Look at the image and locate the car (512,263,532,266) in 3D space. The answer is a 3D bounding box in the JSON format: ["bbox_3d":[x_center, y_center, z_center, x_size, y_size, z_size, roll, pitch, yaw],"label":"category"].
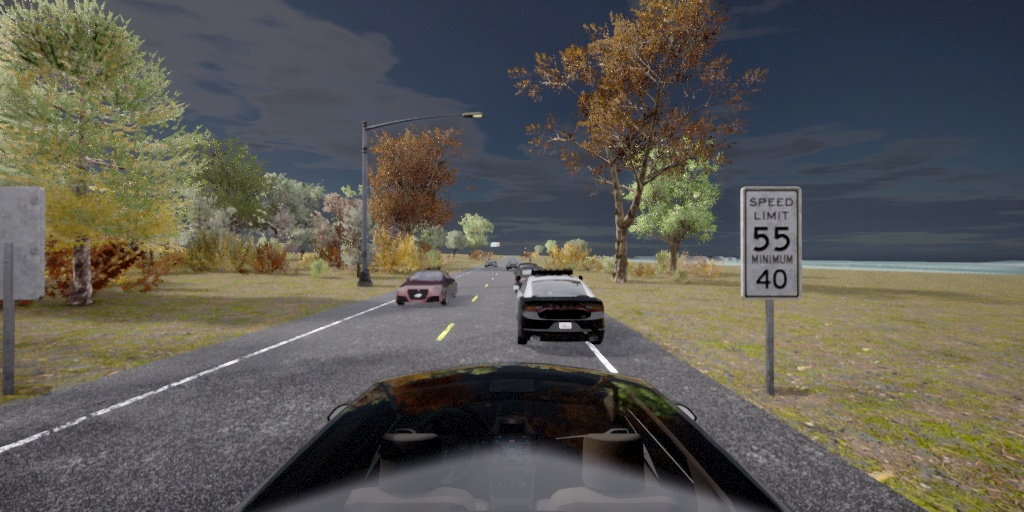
[{"bbox_3d":[1.076,1.272,19.559,1.812,1.442,4.674,0,0,0],"label":"car"}]

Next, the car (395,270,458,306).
[{"bbox_3d":[-3.580,1.311,15.670,1.994,1.385,4.181,0,0,0],"label":"car"}]

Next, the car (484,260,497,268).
[{"bbox_3d":[-3.427,1.292,58.995,1.994,1.385,4.181,0,0,0],"label":"car"}]

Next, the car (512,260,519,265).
[{"bbox_3d":[1.096,1.250,25.558,1.837,1.490,4.892,0,0,0],"label":"car"}]

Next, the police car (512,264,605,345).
[{"bbox_3d":[1.057,1.174,9.674,1.930,1.638,5.238,0,0,0],"label":"police car"}]

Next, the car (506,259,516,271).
[{"bbox_3d":[0.160,1.335,49.589,1.895,1.301,4.718,0,0,1],"label":"car"}]
